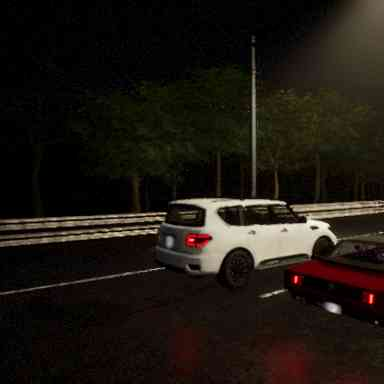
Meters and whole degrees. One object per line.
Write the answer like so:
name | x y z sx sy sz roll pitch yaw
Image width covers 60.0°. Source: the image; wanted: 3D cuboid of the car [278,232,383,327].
car | 4.078 1.563 6.653 4.718 1.301 1.895 -1 0 -35

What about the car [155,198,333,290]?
car | 1.664 1.187 9.231 5.566 2.045 2.150 -1 0 -35
